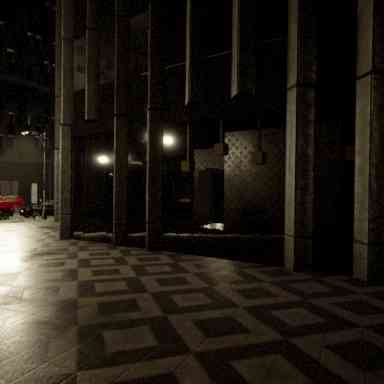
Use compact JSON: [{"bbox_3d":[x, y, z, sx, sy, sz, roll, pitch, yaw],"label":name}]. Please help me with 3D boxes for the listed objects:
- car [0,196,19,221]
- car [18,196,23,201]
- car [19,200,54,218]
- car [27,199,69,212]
[{"bbox_3d":[-17.118,1.463,26.616,2.192,1.841,5.009,1,0,35],"label":"car"},{"bbox_3d":[-20.818,1.353,36.152,2.192,1.841,5.009,1,0,35],"label":"car"},{"bbox_3d":[-13.865,1.742,31.227,1.947,1.339,4.313,1,0,35],"label":"car"},{"bbox_3d":[-17.565,1.634,40.761,1.947,1.339,4.313,1,0,35],"label":"car"}]
